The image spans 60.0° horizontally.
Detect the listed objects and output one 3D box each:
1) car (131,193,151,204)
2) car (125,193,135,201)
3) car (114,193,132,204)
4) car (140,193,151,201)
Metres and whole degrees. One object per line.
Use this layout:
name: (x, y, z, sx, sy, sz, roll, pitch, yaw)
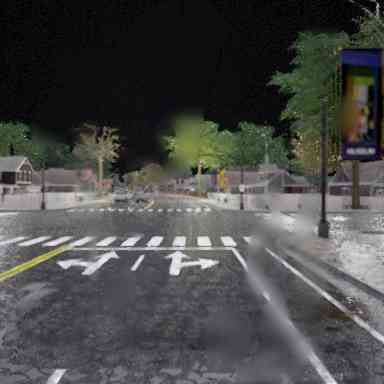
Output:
car: (-8.275, 1.180, 54.836, 2.033, 1.411, 5.357, 0, 0, -4)
car: (-13.033, 1.039, 70.010, 1.812, 1.442, 4.674, 0, 0, -7)
car: (-11.533, 1.113, 54.655, 1.882, 1.535, 5.008, 0, 1, -4)
car: (-9.789, 1.037, 70.242, 2.128, 1.511, 4.902, 0, 0, -7)
